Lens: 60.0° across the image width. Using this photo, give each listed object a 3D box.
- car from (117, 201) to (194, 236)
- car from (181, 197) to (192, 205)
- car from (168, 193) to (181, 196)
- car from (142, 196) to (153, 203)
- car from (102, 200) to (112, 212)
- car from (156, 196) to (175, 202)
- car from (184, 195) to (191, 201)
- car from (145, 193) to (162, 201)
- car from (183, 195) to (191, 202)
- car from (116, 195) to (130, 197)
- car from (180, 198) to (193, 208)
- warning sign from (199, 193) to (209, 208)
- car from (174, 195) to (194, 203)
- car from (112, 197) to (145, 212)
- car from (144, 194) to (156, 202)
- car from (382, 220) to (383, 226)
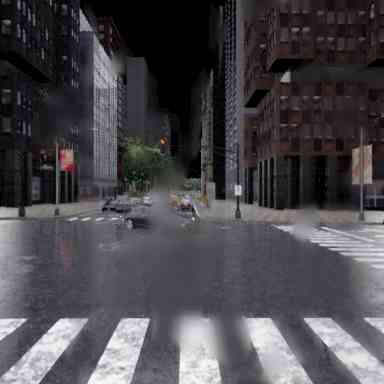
[{"bbox_3d":[-2.026,1.493,18.762,1.837,1.490,4.892,-1,1,-42],"label":"car"},{"bbox_3d":[-0.931,1.583,60.751,1.887,1.381,4.507,0,0,-1],"label":"car"},{"bbox_3d":[-3.786,1.542,72.091,1.882,1.535,5.008,0,0,-1],"label":"car"},{"bbox_3d":[-9.559,1.645,71.528,1.802,1.307,4.206,0,0,-1],"label":"car"},{"bbox_3d":[-9.250,1.561,38.974,1.947,1.339,4.313,0,0,-1],"label":"car"},{"bbox_3d":[-3.451,1.610,46.251,1.895,1.301,4.718,0,0,-1],"label":"car"},{"bbox_3d":[-1.190,1.545,87.875,1.967,1.590,4.097,0,0,-1],"label":"car"},{"bbox_3d":[-6.733,1.249,55.577,2.150,2.045,5.566,0,0,0],"label":"car"},{"bbox_3d":[-1.138,1.531,82.450,1.967,1.590,4.097,0,0,-1],"label":"car"},{"bbox_3d":[-9.302,1.321,44.400,2.192,1.841,5.009,0,0,-1],"label":"car"},{"bbox_3d":[-0.828,1.598,49.901,1.802,1.307,4.206,0,0,-1],"label":"car"},{"bbox_3d":[1.551,1.118,42.744,1.300,1.860,1.060,0,0,-1],"label":"warning sign"},{"bbox_3d":[-0.725,1.436,39.052,1.967,1.590,4.097,0,0,-1],"label":"car"},{"bbox_3d":[-6.545,1.535,35.001,2.033,1.411,5.357,0,0,-1],"label":"car"},{"bbox_3d":[-9.612,1.392,76.955,2.192,1.841,5.009,0,0,-1],"label":"car"},{"bbox_3d":[14.737,1.718,21.055,4.902,1.511,2.128,1,0,0],"label":"car"}]
